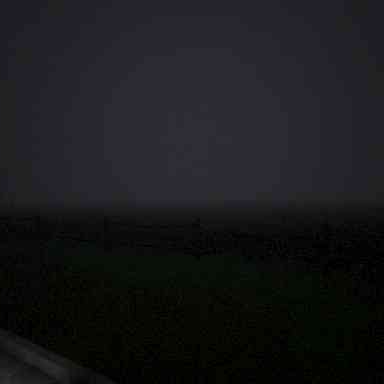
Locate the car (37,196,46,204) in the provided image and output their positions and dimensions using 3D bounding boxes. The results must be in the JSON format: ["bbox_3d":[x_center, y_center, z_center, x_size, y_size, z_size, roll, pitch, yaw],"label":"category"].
[{"bbox_3d":[-36.436,1.997,83.374,2.150,2.045,5.566,-1,0,10],"label":"car"}]

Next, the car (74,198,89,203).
[{"bbox_3d":[-26.115,2.153,81.435,1.882,1.535,5.008,-1,0,10],"label":"car"}]

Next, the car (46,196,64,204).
[{"bbox_3d":[-32.995,1.965,82.738,2.150,2.045,5.566,-1,0,10],"label":"car"}]

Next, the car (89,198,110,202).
[{"bbox_3d":[-22.591,2.251,81.238,1.895,1.301,4.718,-1,0,10],"label":"car"}]

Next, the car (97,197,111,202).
[{"bbox_3d":[-24.216,2.166,91.711,1.895,1.301,4.718,-1,0,10],"label":"car"}]

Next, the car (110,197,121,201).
[{"bbox_3d":[-20.781,2.016,91.047,1.882,1.535,5.008,-1,0,10],"label":"car"}]

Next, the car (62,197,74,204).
[{"bbox_3d":[-29.474,2.315,82.510,1.895,1.301,4.718,-1,0,10],"label":"car"}]
